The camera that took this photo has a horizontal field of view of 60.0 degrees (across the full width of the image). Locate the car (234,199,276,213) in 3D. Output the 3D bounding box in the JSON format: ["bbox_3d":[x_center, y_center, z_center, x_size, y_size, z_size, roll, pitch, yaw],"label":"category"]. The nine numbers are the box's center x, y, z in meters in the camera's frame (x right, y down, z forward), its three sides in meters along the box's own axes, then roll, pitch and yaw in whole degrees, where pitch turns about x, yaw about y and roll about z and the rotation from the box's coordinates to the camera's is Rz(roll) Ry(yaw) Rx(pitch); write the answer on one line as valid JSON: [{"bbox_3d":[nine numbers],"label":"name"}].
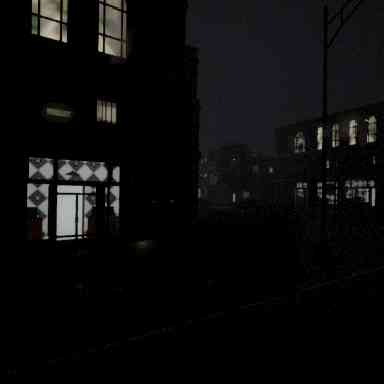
[{"bbox_3d":[6.524,1.507,36.678,1.882,1.535,5.008,1,-1,-27],"label":"car"}]

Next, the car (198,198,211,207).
[{"bbox_3d":[1.328,1.619,52.106,1.887,1.381,4.507,1,-1,-27],"label":"car"}]

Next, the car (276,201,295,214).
[{"bbox_3d":[9.404,1.622,36.629,2.008,1.369,4.403,1,-1,-27],"label":"car"}]
